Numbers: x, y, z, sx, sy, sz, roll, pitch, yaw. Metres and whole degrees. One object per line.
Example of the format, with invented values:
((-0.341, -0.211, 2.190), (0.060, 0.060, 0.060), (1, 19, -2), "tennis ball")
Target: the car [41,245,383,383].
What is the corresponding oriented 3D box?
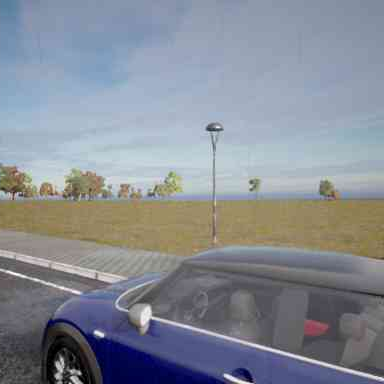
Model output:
((0.477, 1.352, 3.376), (4.553, 1.767, 2.097), (0, 0, 36), "car")
